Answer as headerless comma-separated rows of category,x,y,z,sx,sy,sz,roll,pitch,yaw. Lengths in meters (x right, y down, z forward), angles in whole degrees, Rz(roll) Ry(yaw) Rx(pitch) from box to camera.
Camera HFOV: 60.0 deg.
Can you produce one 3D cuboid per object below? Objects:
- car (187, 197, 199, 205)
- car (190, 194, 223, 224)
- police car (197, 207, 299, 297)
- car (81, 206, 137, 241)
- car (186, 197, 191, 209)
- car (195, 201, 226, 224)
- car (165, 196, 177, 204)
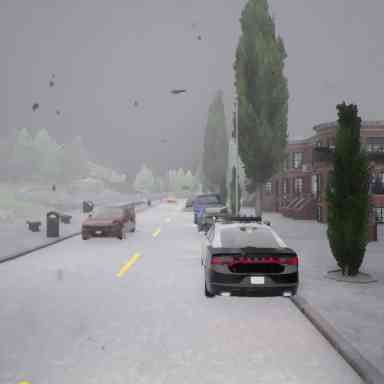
car,0.125,1.564,58.925,1.994,1.385,4.181,0,0,0
car,1.191,1.174,24.649,2.150,2.045,5.566,-3,0,0
police car,1.218,1.425,8.729,1.930,1.638,5.238,0,0,0
car,-4.064,1.477,16.943,1.882,1.535,5.008,0,0,0
car,0.115,1.601,46.190,1.895,1.301,4.718,0,0,1
car,1.238,1.505,18.618,1.837,1.490,4.892,0,0,0
car,-3.870,1.477,62.033,1.882,1.535,5.008,0,0,0
